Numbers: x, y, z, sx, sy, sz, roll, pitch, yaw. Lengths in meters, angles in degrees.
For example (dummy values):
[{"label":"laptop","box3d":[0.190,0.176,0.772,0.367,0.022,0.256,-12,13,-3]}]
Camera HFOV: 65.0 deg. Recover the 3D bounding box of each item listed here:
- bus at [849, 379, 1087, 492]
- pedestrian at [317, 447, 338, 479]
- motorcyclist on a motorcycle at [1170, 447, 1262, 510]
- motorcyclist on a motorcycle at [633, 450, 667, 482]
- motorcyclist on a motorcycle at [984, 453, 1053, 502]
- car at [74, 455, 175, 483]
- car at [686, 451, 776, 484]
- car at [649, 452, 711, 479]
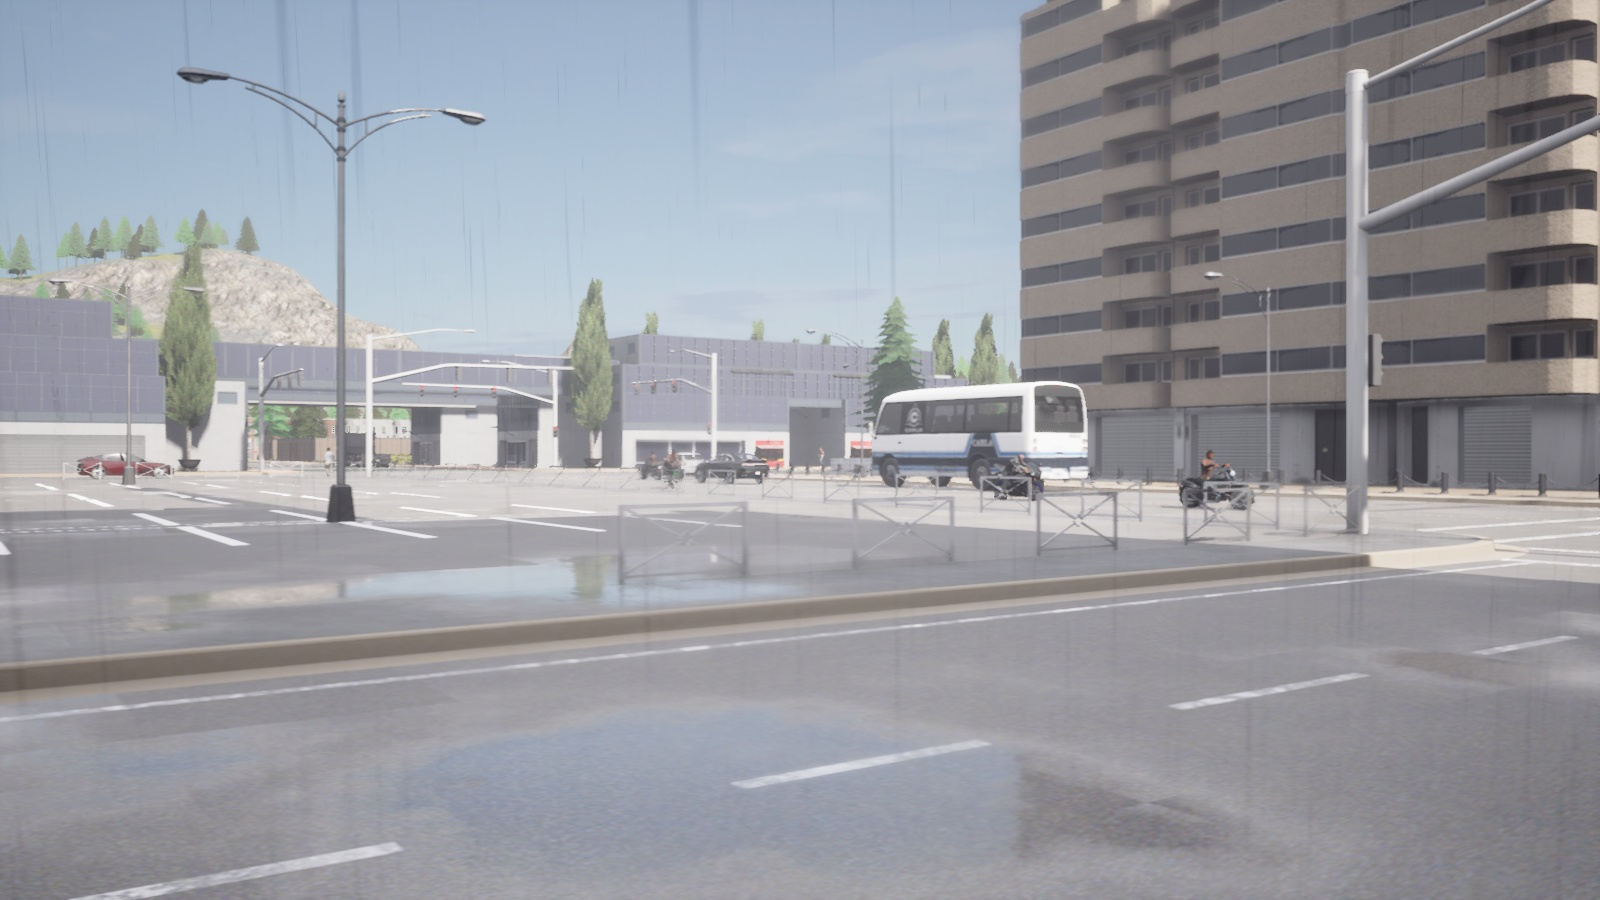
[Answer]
[{"label":"bus","box3d":[6.740,-0.546,52.489,3.944,4.253,10.273,0,0,-35]},{"label":"pedestrian","box3d":[-27.631,0.780,73.486,0.874,1.855,0.900,0,0,-41]},{"label":"motorcyclist on a motorcycle","box3d":[11.146,0.742,33.743,0.766,1.649,2.350,0,0,-35]},{"label":"motorcyclist on a motorcycle","box3d":[-8.096,0.858,67.747,0.766,1.649,2.350,0,0,-35]},{"label":"motorcyclist on a motorcycle","box3d":[6.906,0.851,39.880,0.866,1.530,2.191,0,0,-35]},{"label":"car","box3d":[-37.464,1.029,69.679,4.792,1.488,2.163,0,0,-33]},{"label":"car","box3d":[-3.386,0.837,60.931,2.128,1.511,4.902,0,0,-35]},{"label":"car","box3d":[-6.924,0.873,72.208,1.970,1.475,3.806,0,0,-34]}]
